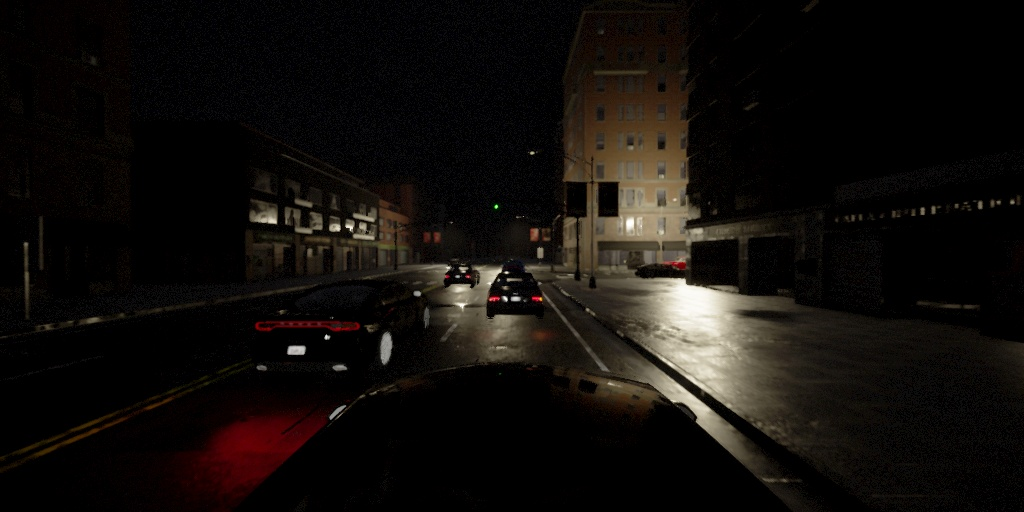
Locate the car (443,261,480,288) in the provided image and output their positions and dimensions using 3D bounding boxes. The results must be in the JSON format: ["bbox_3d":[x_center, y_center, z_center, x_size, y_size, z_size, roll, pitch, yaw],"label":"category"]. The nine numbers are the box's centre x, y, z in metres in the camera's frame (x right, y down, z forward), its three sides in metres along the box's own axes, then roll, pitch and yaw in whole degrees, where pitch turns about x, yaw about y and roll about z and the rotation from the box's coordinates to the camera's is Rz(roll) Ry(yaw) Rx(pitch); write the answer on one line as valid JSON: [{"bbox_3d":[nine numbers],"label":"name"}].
[{"bbox_3d":[-3.147,1.232,23.233,2.033,1.411,5.357,0,0,0],"label":"car"}]

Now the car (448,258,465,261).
[{"bbox_3d":[-9.775,1.060,61.460,1.882,1.535,5.008,0,0,1],"label":"car"}]

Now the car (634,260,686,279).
[{"bbox_3d":[12.404,1.250,29.737,4.313,1.339,1.948,0,0,0],"label":"car"}]

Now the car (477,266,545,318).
[{"bbox_3d":[0.103,1.263,12.690,2.033,1.411,5.357,0,0,0],"label":"car"}]

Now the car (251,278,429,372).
[{"bbox_3d":[-3.150,1.209,7.713,1.882,1.535,5.008,0,0,0],"label":"car"}]

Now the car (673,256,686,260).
[{"bbox_3d":[18.104,0.937,37.735,5.009,1.841,2.192,0,0,0],"label":"car"}]

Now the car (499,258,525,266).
[{"bbox_3d":[0.107,1.141,30.292,1.882,1.535,5.008,0,0,0],"label":"car"}]
